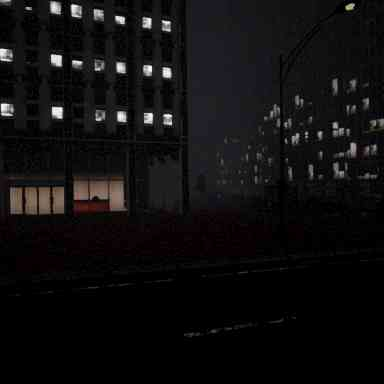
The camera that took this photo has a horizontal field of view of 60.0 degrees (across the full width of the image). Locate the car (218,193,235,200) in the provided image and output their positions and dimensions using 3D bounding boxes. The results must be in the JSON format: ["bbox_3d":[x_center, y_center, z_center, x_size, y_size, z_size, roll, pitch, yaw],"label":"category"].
[{"bbox_3d":[7.141,0.954,69.618,1.802,1.307,4.206,0,1,-20],"label":"car"}]

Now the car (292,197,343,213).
[{"bbox_3d":[13.322,1.321,35.739,2.033,1.411,5.357,-1,1,-20],"label":"car"}]

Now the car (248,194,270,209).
[{"bbox_3d":[8.948,1.332,40.033,1.947,1.339,4.313,0,1,-20],"label":"car"}]

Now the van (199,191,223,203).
[{"bbox_3d":[3.160,0.952,56.067,1.690,1.788,3.998,0,1,-20],"label":"van"}]

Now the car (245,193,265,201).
[{"bbox_3d":[9.795,1.228,45.430,2.033,1.411,5.357,-1,1,-20],"label":"car"}]

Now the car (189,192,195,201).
[{"bbox_3d":[-0.733,1.056,66.749,2.008,1.369,4.403,0,1,-20],"label":"car"}]

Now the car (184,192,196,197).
[{"bbox_3d":[-0.644,0.711,90.977,2.008,1.369,4.403,0,1,-20],"label":"car"}]

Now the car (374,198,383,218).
[{"bbox_3d":[16.851,1.216,26.095,2.097,1.767,4.553,-1,1,-21],"label":"car"}]

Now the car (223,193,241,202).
[{"bbox_3d":[7.817,1.024,60.178,1.812,1.442,4.674,-1,1,-20],"label":"car"}]

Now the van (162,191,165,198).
[{"bbox_3d":[-6.572,0.688,82.767,1.690,1.788,3.998,0,1,-20],"label":"van"}]

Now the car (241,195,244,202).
[{"bbox_3d":[11.034,1.060,58.938,1.802,1.307,4.206,0,1,-20],"label":"car"}]

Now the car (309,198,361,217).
[{"bbox_3d":[12.769,1.434,29.325,1.947,1.339,4.313,0,1,-20],"label":"car"}]

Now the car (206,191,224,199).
[{"bbox_3d":[5.194,0.634,74.955,2.192,1.841,5.009,0,1,-20],"label":"car"}]

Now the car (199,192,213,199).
[{"bbox_3d":[3.248,0.706,80.296,1.967,1.590,4.097,0,1,-20],"label":"car"}]

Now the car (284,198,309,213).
[{"bbox_3d":[10.839,1.399,34.674,1.802,1.307,4.206,0,1,-20],"label":"car"}]

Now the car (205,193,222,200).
[{"bbox_3d":[4.380,0.931,69.607,1.812,1.442,4.674,-1,1,-20],"label":"car"}]
